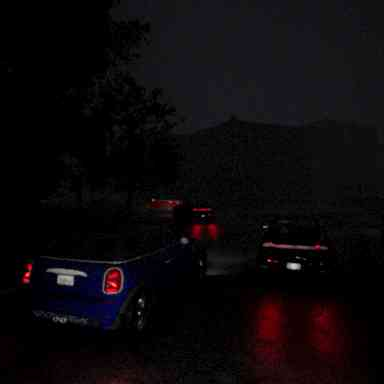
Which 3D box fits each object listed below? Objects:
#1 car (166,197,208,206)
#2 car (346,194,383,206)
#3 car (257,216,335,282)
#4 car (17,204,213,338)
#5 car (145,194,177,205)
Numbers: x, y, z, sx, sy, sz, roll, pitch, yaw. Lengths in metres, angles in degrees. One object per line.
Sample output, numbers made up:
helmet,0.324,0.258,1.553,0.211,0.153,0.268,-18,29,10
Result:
car,-0.047,1.342,24.135,2.128,1.511,4.902,0,0,-19
car,23.929,0.989,46.409,2.185,1.767,4.553,0,1,-27
car,3.086,1.465,9.894,2.128,1.511,4.902,0,1,18
car,-1.197,1.325,6.986,2.097,1.767,4.553,0,0,19
car,-2.909,1.114,33.846,2.097,1.767,4.553,0,1,-44
